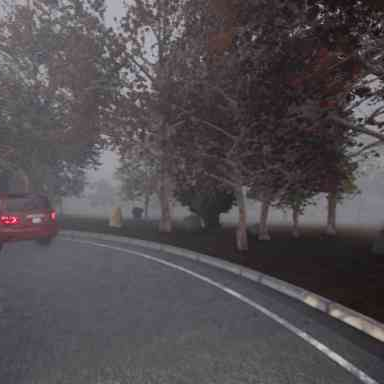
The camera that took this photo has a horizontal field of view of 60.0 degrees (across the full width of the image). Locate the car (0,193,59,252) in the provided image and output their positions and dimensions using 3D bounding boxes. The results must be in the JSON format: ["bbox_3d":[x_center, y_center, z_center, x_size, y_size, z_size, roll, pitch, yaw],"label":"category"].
[{"bbox_3d":[-7.579,1.071,13.035,5.566,2.045,2.150,0,1,34],"label":"car"}]
